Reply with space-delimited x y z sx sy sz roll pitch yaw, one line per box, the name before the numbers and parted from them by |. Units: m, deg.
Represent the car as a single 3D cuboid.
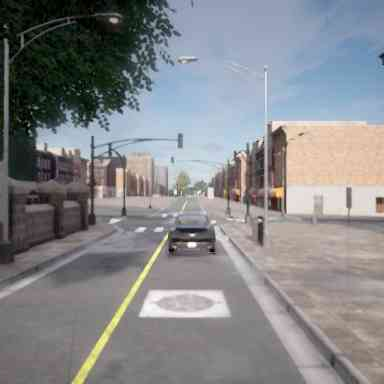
car | 0.009 1.643 14.304 1.837 1.490 4.892 0 0 0
